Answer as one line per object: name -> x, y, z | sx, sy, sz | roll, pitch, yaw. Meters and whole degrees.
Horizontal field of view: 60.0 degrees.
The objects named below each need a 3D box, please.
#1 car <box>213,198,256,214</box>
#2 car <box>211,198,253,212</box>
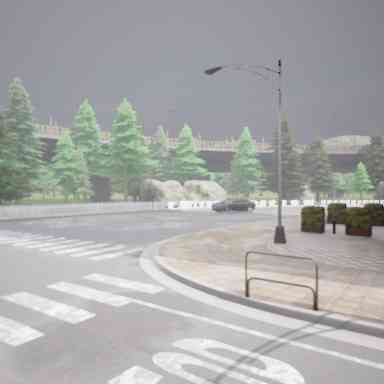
car -> 4.452, 1.453, 35.030 | 4.892, 1.490, 1.837 | 0, -1, -30
car -> 4.696, 1.475, 39.129 | 4.674, 1.442, 1.812 | 0, 0, -27
